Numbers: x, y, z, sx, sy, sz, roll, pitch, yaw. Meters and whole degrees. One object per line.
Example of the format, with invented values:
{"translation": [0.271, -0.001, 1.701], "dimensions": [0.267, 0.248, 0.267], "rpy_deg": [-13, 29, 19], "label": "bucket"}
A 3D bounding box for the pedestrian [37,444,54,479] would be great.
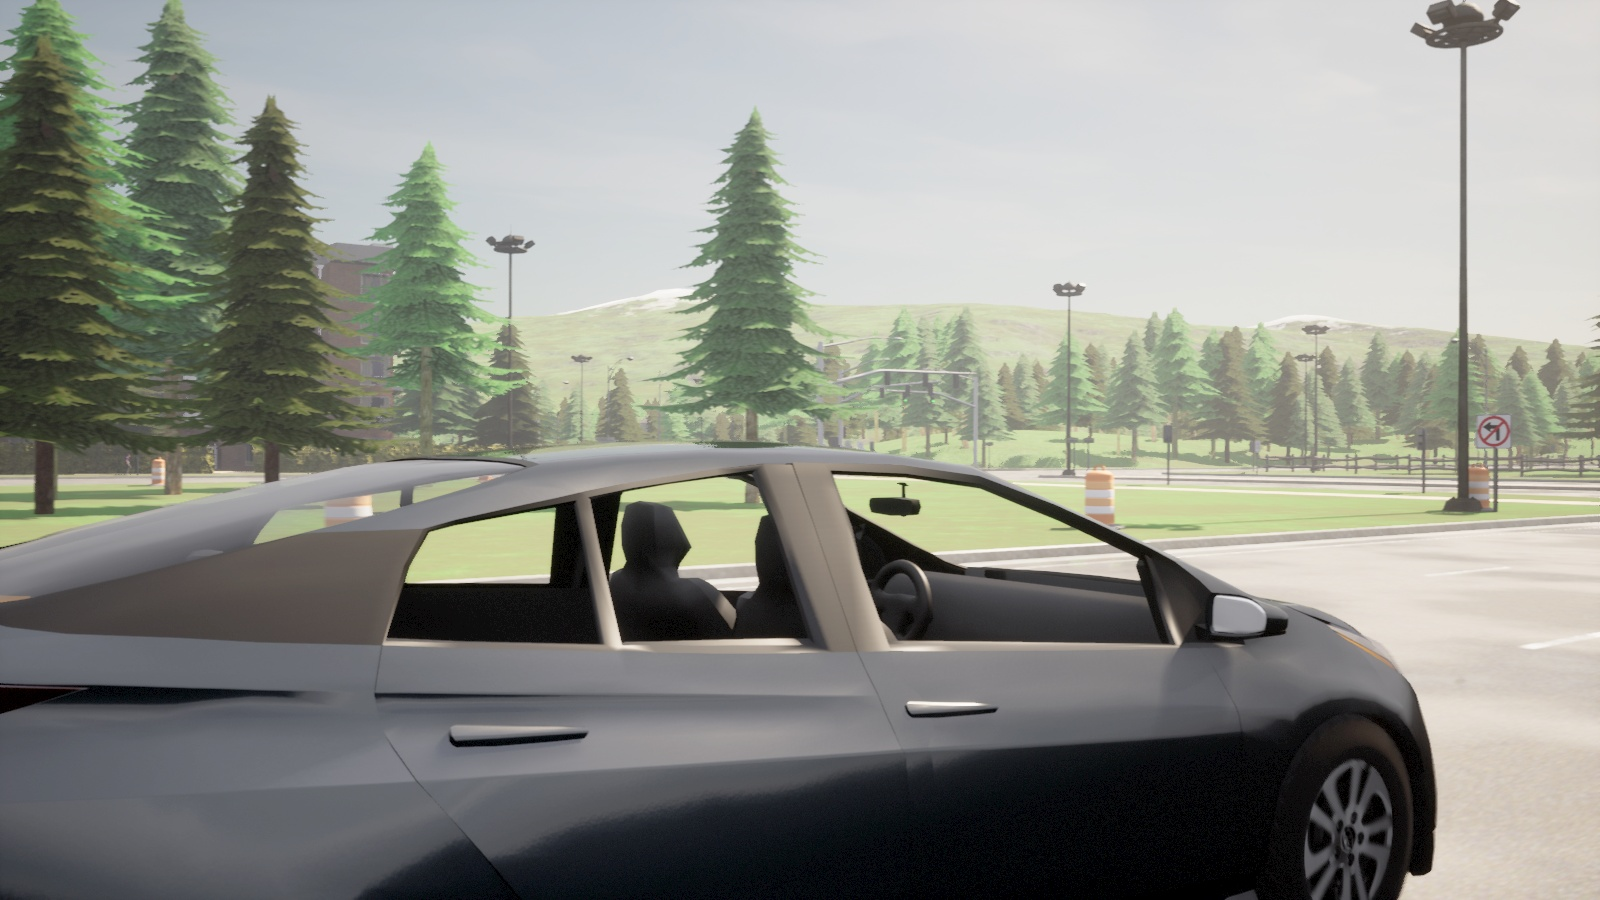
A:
{"translation": [-42.579, 0.638, 70.889], "dimensions": [0.788, 1.949, 0.423], "rpy_deg": [0, 0, -35], "label": "pedestrian"}

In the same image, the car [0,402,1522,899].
{"translation": [-0.094, 0.701, 3.594], "dimensions": [4.514, 1.525, 2.007], "rpy_deg": [0, 0, -35], "label": "car"}
